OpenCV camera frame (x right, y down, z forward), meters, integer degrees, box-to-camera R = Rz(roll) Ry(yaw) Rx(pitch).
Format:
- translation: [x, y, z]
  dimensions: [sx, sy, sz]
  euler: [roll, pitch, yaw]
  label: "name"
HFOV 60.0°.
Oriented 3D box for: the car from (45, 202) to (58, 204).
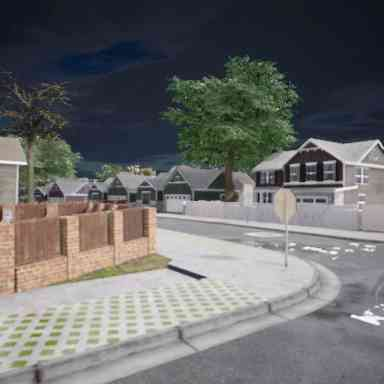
- translation: [-19.590, 2.126, 46.907]
  dimensions: [1.882, 1.535, 5.008]
  euler: [2, -2, -42]
  label: "car"
